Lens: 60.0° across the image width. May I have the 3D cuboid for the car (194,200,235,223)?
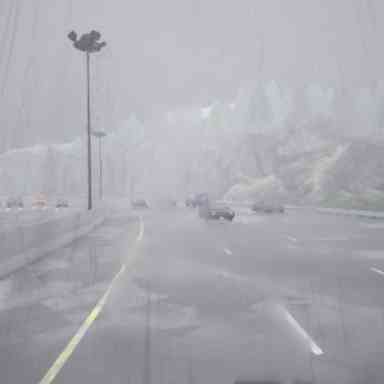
[{"bbox_3d":[1.694,1.523,25.067,1.895,1.301,4.718,-1,0,-9],"label":"car"}]

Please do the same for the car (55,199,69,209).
[{"bbox_3d":[-19.513,1.713,50.225,2.033,1.411,5.357,-1,0,-19],"label":"car"}]

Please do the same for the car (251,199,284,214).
[{"bbox_3d":[7.345,1.391,32.708,1.994,1.385,4.181,-1,0,-11],"label":"car"}]

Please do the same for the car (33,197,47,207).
[{"bbox_3d":[-26.279,1.594,57.438,2.097,1.767,4.553,-1,0,-23],"label":"car"}]

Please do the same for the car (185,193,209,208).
[{"bbox_3d":[0.688,1.115,45.423,2.150,2.045,5.566,-1,0,-16],"label":"car"}]

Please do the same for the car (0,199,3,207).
[{"bbox_3d":[-34.493,1.879,58.571,2.128,1.511,4.902,-1,0,-26],"label":"car"}]

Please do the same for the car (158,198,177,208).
[{"bbox_3d":[-3.624,1.549,47.594,1.895,1.301,4.718,-1,0,-18],"label":"car"}]

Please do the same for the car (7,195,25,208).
[{"bbox_3d":[-28.622,1.545,54.140,2.150,2.045,5.566,-1,0,-23],"label":"car"}]

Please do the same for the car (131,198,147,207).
[{"bbox_3d":[-8.018,1.579,50.033,2.033,1.411,5.357,-1,0,-18],"label":"car"}]

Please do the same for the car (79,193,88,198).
[{"bbox_3d":[-28.817,1.180,89.723,2.097,1.767,4.553,-1,0,-36],"label":"car"}]
